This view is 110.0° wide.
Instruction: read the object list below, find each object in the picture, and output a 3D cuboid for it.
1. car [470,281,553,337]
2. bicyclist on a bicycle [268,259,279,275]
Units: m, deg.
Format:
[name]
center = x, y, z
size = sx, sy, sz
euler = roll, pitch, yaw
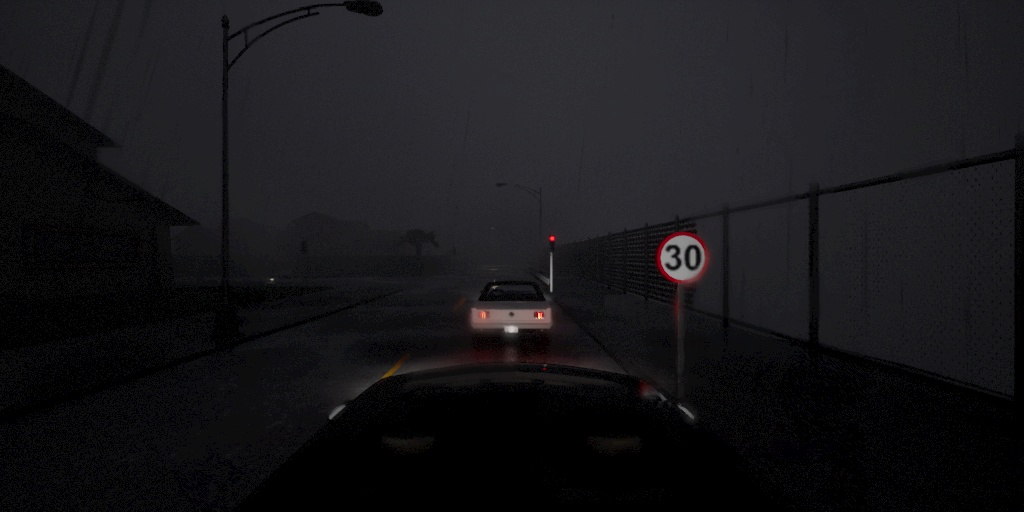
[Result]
[car]
center = -0.001, 1.348, 10.210
size = 1.895, 1.301, 4.718
euler = 0, 0, 0
[bicyclist on a bicycle]
center = -24.318, 1.088, 36.521
size = 0.582, 1.620, 1.656
euler = 0, 0, 0
